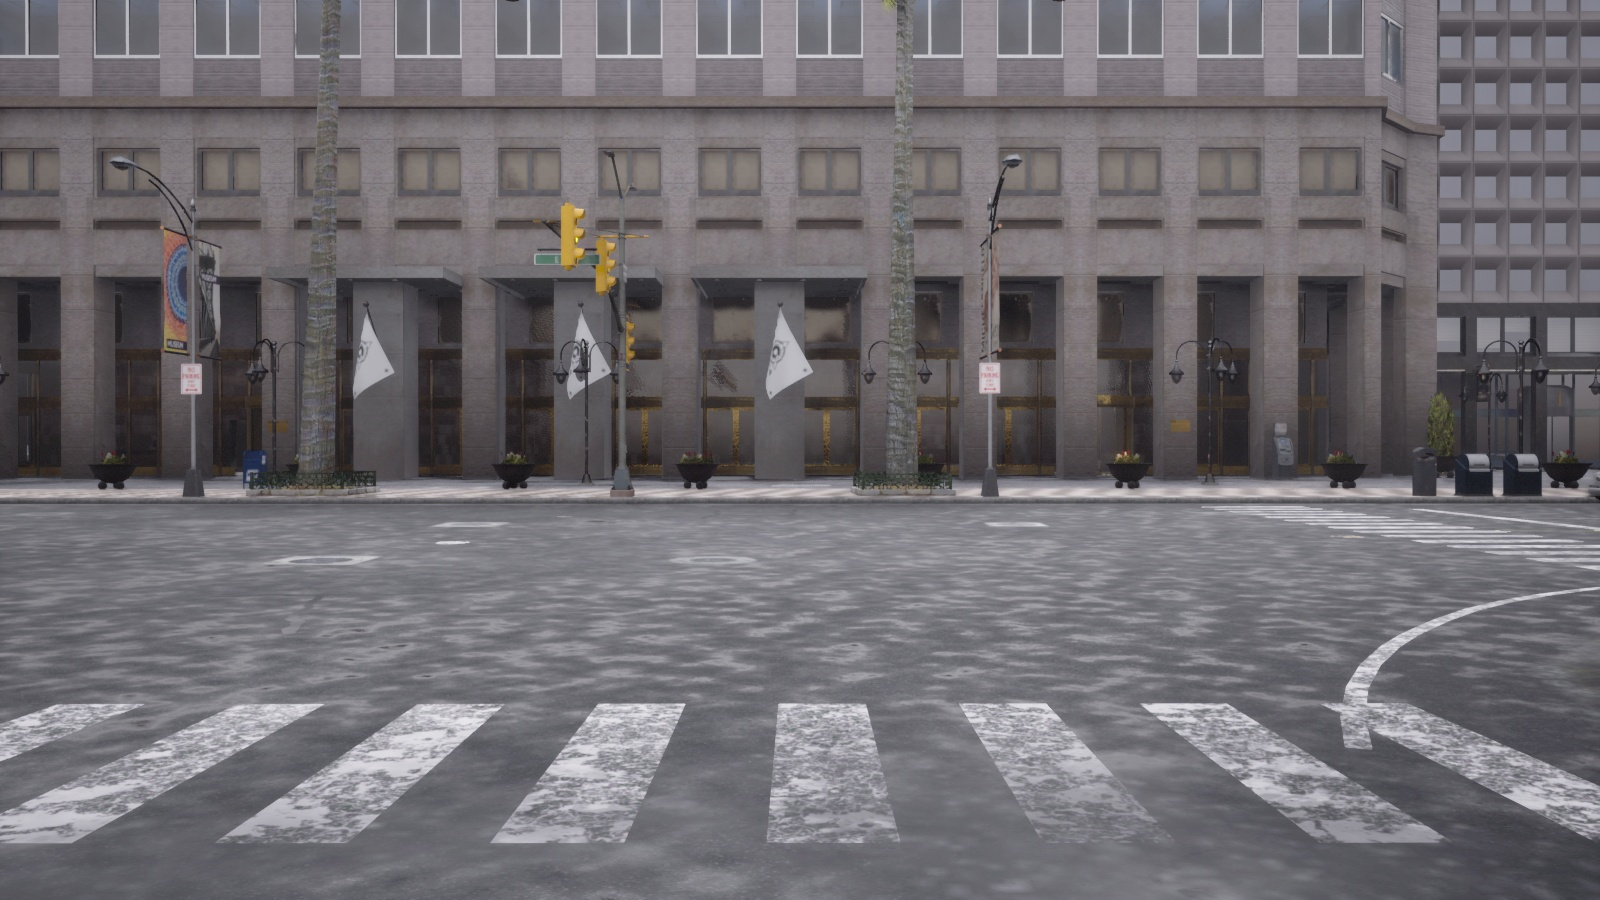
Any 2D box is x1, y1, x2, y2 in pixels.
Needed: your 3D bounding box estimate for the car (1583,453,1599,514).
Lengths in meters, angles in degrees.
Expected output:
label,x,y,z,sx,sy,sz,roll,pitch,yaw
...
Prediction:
label,x,y,z,sx,sy,sz,roll,pitch,yaw
car,19.350,0.714,26.299,4.718,1.301,1.895,0,0,1
